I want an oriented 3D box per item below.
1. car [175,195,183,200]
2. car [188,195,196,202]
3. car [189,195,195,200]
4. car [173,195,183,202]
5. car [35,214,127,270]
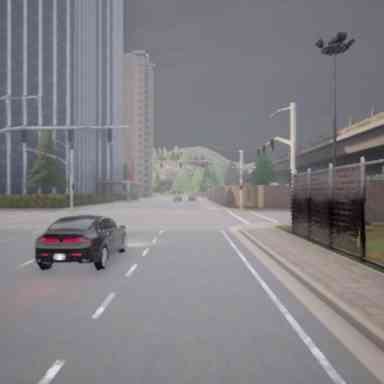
[{"bbox_3d":[-3.487,1.594,90.611,1.895,1.301,4.718,0,0,0],"label":"car"},{"bbox_3d":[0.012,1.658,80.179,2.033,1.411,5.357,0,0,0],"label":"car"},{"bbox_3d":[0.013,1.523,90.580,1.812,1.442,4.674,0,0,0],"label":"car"},{"bbox_3d":[-3.488,1.658,80.179,2.033,1.411,5.357,0,0,0],"label":"car"},{"bbox_3d":[-3.439,1.517,11.119,1.837,1.490,4.892,0,-2,0],"label":"car"}]
